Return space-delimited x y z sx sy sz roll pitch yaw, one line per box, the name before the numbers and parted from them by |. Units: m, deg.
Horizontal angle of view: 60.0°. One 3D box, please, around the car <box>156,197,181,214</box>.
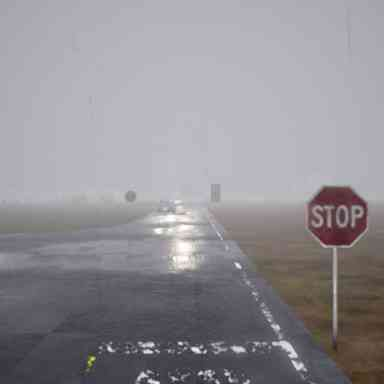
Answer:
car | -2.636 1.520 35.041 2.128 1.511 4.902 0 0 0
